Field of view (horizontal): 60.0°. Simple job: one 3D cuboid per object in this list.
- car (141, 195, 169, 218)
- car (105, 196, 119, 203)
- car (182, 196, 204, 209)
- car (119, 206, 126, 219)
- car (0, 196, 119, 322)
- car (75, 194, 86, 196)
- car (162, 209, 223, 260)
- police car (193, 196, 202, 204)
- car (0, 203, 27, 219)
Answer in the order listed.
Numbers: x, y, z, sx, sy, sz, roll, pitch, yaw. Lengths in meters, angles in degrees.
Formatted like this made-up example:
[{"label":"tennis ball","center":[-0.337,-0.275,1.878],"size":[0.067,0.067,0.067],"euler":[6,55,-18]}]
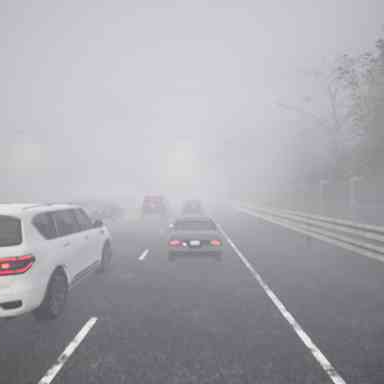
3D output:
[{"label":"car","center":[-3.396,1.326,31.396],"size":[2.150,2.045,5.566],"euler":[0,0,0]},{"label":"car","center":[-17.485,1.692,72.788],"size":[1.994,1.385,4.181],"euler":[0,0,0]},{"label":"car","center":[0.103,1.460,32.193],"size":[2.097,1.767,4.553],"euler":[0,0,0]},{"label":"car","center":[-6.899,1.637,27.537],"size":[2.033,1.411,5.357],"euler":[0,0,0]},{"label":"car","center":[-3.416,1.245,7.440],"size":[2.150,2.045,5.566],"euler":[0,0,0]},{"label":"car","center":[-24.485,1.364,72.761],"size":[2.150,2.045,5.566],"euler":[0,0,0]},{"label":"car","center":[0.097,1.584,12.492],"size":[2.033,1.411,5.357],"euler":[0,0,0]},{"label":"police car","center":[1.240,1.706,72.471],"size":[1.930,1.638,5.238],"euler":[0,0,0]},{"label":"car","center":[-17.592,1.703,31.165],"size":[1.895,1.301,4.718],"euler":[0,0,0]}]
